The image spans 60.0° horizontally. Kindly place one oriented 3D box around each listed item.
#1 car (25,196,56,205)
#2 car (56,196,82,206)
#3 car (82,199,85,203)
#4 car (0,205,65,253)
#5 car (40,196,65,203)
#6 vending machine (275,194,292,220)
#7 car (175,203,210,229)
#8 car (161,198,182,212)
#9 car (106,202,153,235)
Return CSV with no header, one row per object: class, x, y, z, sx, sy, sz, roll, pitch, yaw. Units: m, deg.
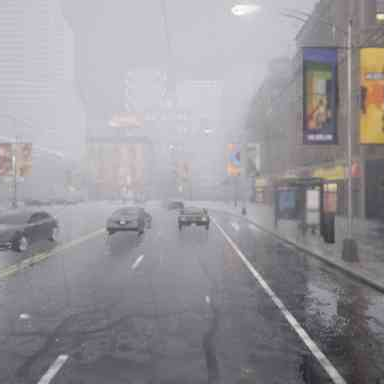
car,-23.622,1.532,51.136,5.357,1.411,2.033,0,0,38
car,-20.074,1.489,52.660,4.892,1.490,1.837,0,0,40
car,-23.946,1.574,67.414,4.718,1.301,1.895,0,0,30
car,-7.120,1.501,13.734,1.837,1.490,4.892,0,0,0
car,-29.250,1.499,69.586,4.674,1.452,2.002,0,0,20
vending machine,7.376,1.187,26.945,1.100,2.100,0.880,0,0,-1
car,0.096,1.594,21.438,1.895,1.301,4.718,0,0,0
car,-2.342,1.493,38.968,1.837,1.490,4.892,1,0,-18
car,-3.398,1.541,18.810,2.033,1.411,5.357,0,0,0
